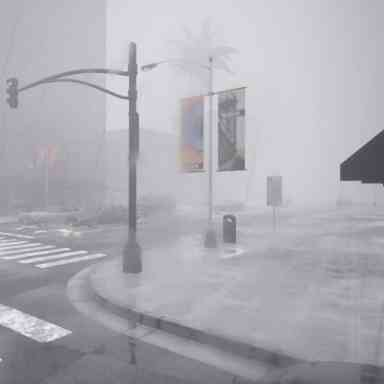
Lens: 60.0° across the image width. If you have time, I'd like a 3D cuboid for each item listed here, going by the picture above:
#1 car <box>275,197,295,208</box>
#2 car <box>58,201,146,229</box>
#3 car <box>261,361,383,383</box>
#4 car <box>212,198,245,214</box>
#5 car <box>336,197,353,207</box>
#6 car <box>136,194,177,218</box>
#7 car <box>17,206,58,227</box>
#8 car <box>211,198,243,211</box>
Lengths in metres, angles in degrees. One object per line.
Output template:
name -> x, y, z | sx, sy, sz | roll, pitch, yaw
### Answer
car -> 13.994, 1.534, 50.247 | 2.128, 1.511, 4.902 | 0, 0, 35
car -> -5.836, 1.567, 22.327 | 2.033, 1.411, 5.357 | 0, 0, 35
car -> 2.173, 1.551, 1.296 | 4.403, 1.369, 2.008 | 0, 0, 36
car -> 4.019, 1.530, 36.281 | 1.882, 1.535, 5.008 | 0, 0, 35
car -> 24.756, 1.620, 54.043 | 2.128, 1.511, 4.902 | 0, 0, 35
car -> -3.720, 1.252, 30.962 | 2.150, 2.045, 5.566 | 0, 0, 35
car -> -9.356, 1.615, 22.989 | 1.895, 1.301, 4.718 | 0, 0, 35
car -> 4.632, 1.538, 42.764 | 1.882, 1.535, 5.008 | 0, 0, 35
